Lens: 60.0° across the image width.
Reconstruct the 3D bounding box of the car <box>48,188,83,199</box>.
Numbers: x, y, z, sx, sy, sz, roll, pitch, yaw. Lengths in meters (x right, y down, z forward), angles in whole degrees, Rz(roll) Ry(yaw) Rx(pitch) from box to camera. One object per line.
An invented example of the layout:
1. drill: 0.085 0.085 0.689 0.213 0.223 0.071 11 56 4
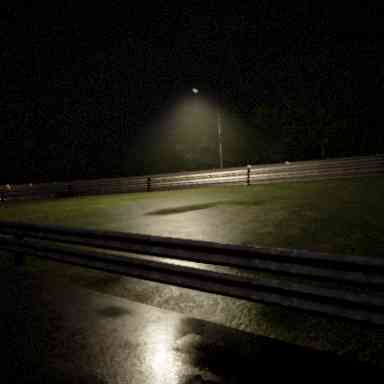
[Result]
1. car: -17.090 0.212 44.807 4.892 1.490 1.837 -4 -2 21
